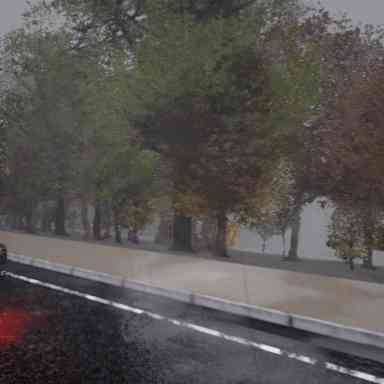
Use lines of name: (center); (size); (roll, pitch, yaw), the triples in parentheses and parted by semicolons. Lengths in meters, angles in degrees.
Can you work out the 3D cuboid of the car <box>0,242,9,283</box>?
car: (-6.420, 1.508, 8.255); (4.892, 1.490, 1.837); (-2, -1, 36)
